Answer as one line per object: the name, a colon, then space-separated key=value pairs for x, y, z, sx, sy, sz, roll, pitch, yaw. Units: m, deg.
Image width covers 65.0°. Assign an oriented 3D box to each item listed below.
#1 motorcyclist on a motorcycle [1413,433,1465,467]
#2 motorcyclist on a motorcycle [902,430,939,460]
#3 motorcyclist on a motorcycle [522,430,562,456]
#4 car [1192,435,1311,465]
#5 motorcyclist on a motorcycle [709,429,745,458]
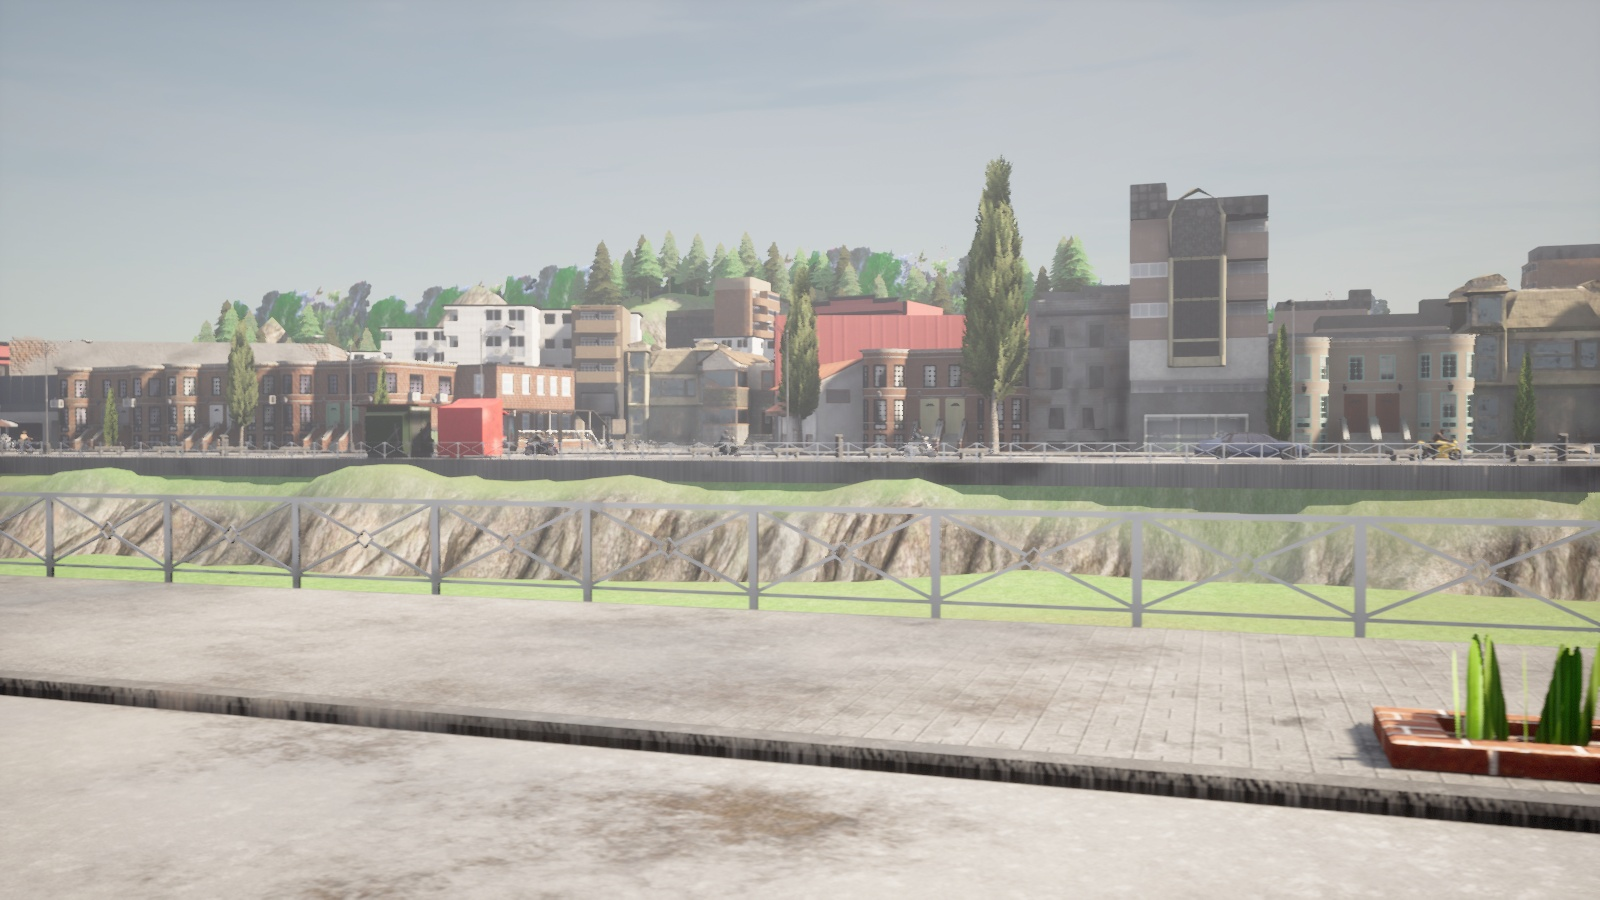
motorcyclist on a motorcycle: x=29.902 y=-0.011 z=58.777 sx=2.044 sy=1.523 sz=0.797 roll=1 pitch=1 yaw=19
motorcyclist on a motorcycle: x=6.395 y=-0.280 z=66.673 sx=1.817 sy=1.590 sz=0.866 roll=1 pitch=1 yaw=19
motorcyclist on a motorcycle: x=-15.187 y=-0.419 z=73.924 sx=2.191 sy=1.530 sz=0.866 roll=1 pitch=1 yaw=19
car: x=22.035 y=-0.026 z=61.422 sx=5.357 sy=1.411 sz=2.033 roll=1 pitch=1 yaw=19
motorcyclist on a motorcycle: x=-4.075 y=-0.387 z=70.190 sx=1.817 sy=1.590 sz=0.866 roll=1 pitch=1 yaw=19
